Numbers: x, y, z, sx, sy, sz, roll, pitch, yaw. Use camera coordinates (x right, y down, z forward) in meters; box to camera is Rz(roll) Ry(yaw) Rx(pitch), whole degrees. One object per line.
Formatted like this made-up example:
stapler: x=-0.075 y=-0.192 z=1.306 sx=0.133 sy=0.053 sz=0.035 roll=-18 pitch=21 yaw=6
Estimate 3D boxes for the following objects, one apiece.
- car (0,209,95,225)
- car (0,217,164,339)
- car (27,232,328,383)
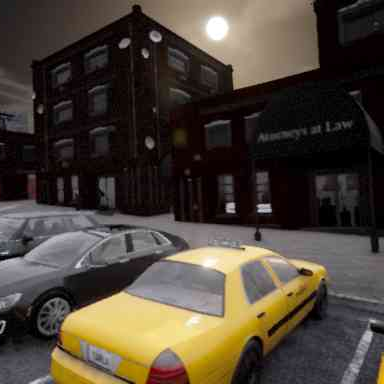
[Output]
car: x=-4.213 y=1.310 z=8.367 sx=2.185 sy=1.767 sz=4.553 roll=0 pitch=0 yaw=36
car: x=-1.939 y=1.452 z=6.713 sx=2.231 sy=1.521 sz=4.892 roll=0 pitch=0 yaw=36
car: x=0.658 y=1.464 z=5.078 sx=1.946 sy=1.575 sz=5.366 roll=0 pitch=0 yaw=36
